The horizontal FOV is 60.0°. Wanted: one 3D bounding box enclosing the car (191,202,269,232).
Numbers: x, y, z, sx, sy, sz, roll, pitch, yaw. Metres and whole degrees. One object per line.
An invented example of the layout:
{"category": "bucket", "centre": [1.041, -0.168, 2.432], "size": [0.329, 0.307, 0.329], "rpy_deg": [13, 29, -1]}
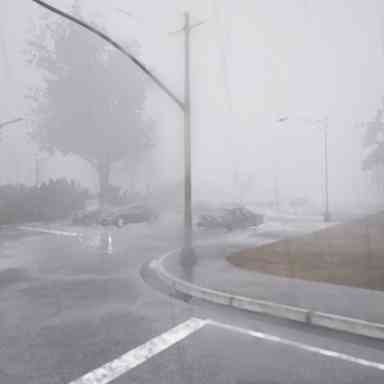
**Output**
{"category": "car", "centre": [2.537, 1.611, 20.800], "size": [2.033, 1.411, 5.357], "rpy_deg": [0, 0, 39]}

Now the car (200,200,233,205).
{"category": "car", "centre": [3.461, 1.638, 33.360], "size": [2.033, 1.411, 5.357], "rpy_deg": [0, 0, 38]}

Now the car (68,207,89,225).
{"category": "car", "centre": [-7.161, 1.660, 25.653], "size": [1.812, 1.442, 4.674], "rpy_deg": [0, 0, 40]}

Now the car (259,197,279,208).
{"category": "car", "centre": [11.370, 1.553, 49.466], "size": [1.812, 1.442, 4.674], "rpy_deg": [0, 0, 36]}

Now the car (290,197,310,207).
{"category": "car", "centre": [16.346, 1.489, 50.326], "size": [1.837, 1.490, 4.892], "rpy_deg": [0, 0, 35]}

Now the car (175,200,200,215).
{"category": "car", "centre": [0.217, 1.609, 34.919], "size": [2.128, 1.511, 4.902], "rpy_deg": [0, 0, 38]}

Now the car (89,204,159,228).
{"category": "car", "centre": [-4.433, 1.616, 23.461], "size": [1.837, 1.490, 4.892], "rpy_deg": [0, 0, 39]}
